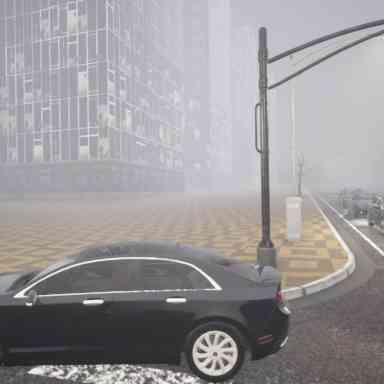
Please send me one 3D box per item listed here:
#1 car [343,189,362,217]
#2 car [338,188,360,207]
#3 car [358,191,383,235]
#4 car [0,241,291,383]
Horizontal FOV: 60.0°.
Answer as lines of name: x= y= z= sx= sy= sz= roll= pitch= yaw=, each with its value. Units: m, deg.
car: x=10.964 y=0.759 z=20.757 sx=1.994 sy=1.385 sz=4.181 roll=-1 pitch=2 yaw=17
car: x=12.938 y=0.453 z=26.828 sx=2.128 sy=1.511 sz=4.902 roll=-1 pitch=2 yaw=18
car: x=8.937 y=0.928 z=14.456 sx=2.128 sy=1.511 sz=4.902 roll=-1 pitch=2 yaw=18
car: x=-1.121 y=1.505 z=4.786 sx=4.892 sy=1.490 sz=1.837 roll=0 pitch=0 yaw=0
